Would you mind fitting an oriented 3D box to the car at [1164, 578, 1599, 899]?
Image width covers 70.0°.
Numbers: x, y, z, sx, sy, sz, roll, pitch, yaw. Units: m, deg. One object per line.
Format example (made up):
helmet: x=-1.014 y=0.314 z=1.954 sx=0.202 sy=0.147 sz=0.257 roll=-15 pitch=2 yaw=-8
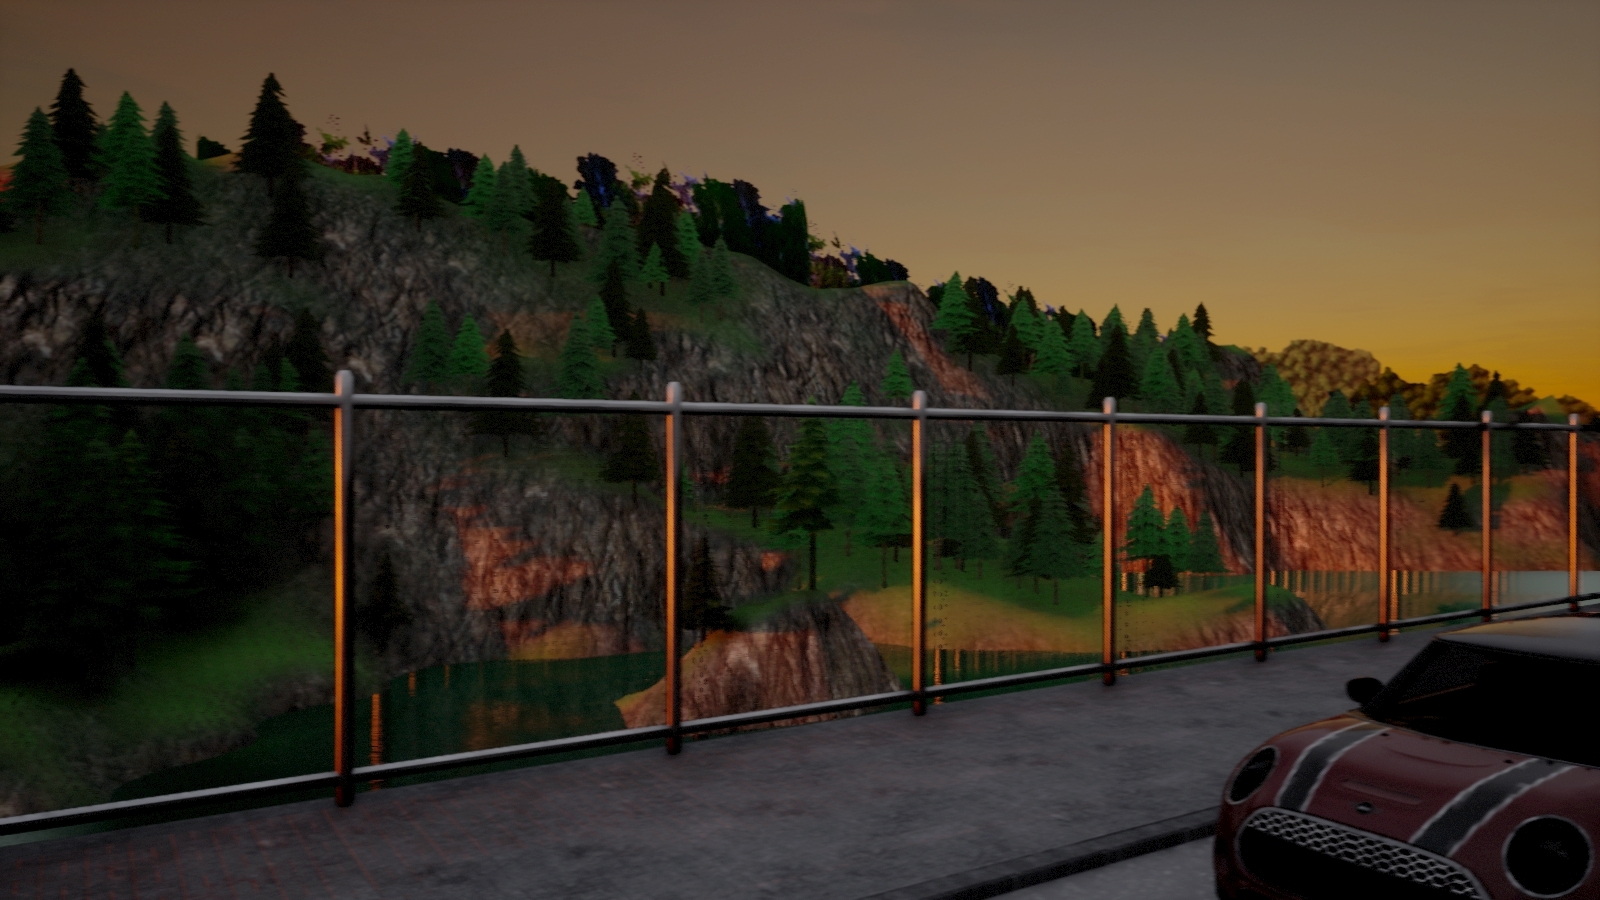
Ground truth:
car: x=4.604 y=1.903 z=6.995 sx=4.553 sy=1.767 sz=2.097 roll=0 pitch=0 yaw=-33
